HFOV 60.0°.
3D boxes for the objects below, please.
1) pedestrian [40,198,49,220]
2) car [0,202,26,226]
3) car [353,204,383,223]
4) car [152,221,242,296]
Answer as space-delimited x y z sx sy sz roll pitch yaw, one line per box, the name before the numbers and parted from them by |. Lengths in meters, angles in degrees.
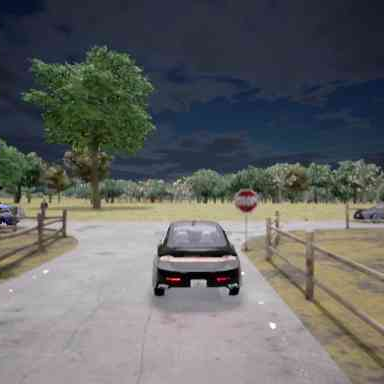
pedestrian | -12.093 1.382 27.146 0.375 1.860 0.375 0 -1 0
car | -13.586 1.197 21.061 5.566 2.045 2.150 0 -1 2
car | 14.015 1.519 24.041 4.181 1.385 1.994 0 -1 1
car | 0.056 1.487 8.604 2.128 1.511 4.902 0 0 -2
